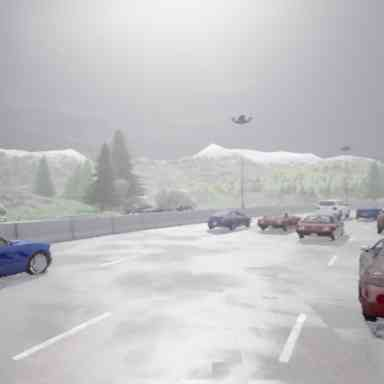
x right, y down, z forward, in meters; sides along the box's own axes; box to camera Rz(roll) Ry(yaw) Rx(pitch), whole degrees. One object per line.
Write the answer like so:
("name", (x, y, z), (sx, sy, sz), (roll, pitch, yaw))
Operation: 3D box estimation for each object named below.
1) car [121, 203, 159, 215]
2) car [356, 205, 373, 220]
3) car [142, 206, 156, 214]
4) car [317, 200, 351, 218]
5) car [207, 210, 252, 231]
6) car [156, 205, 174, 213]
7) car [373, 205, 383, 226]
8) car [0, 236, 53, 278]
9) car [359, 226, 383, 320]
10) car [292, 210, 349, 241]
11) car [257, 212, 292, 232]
("car", (-7.305, 2.358, 46.978), (2.033, 1.411, 5.357), (-2, -2, 38))
("car", (17.938, 2.005, 33.363), (1.882, 1.535, 5.008), (-2, -2, 39))
("car", (-4.539, 2.538, 44.825), (1.882, 1.535, 5.008), (-2, -2, 38))
("car", (15.155, 1.829, 35.484), (2.150, 2.045, 5.566), (-2, -1, 39))
("car", (2.829, 2.035, 24.742), (1.812, 1.442, 4.674), (-1, -1, 33))
("car", (-1.780, 2.086, 42.685), (2.128, 1.511, 4.902), (-2, -2, 38))
("car", (13.447, 1.678, 21.697), (2.097, 1.767, 4.553), (-1, -1, 34))
("car", (-6.133, 1.746, 8.956), (1.882, 1.535, 5.008), (-1, -1, 25))
("car", (4.663, 1.672, 7.063), (1.994, 1.385, 4.181), (-1, -1, 27))
("car", (7.450, 1.935, 18.986), (1.895, 1.301, 4.718), (-1, -1, 32))
("car", (6.381, 2.049, 23.742), (1.895, 1.301, 4.718), (-1, -1, 33))
